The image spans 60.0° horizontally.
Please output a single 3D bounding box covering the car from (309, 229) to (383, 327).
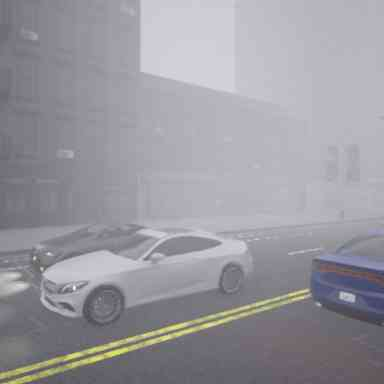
[{"bbox_3d":[4.421,1.474,6.591,5.008,1.535,1.882,0,0,-35],"label":"car"}]

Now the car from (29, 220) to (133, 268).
[{"bbox_3d":[-2.497,1.562,9.886,4.181,1.385,1.994,0,0,-35],"label":"car"}]

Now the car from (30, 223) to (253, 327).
[{"bbox_3d":[-0.701,1.524,7.160,4.674,1.442,1.812,0,0,-36],"label":"car"}]
